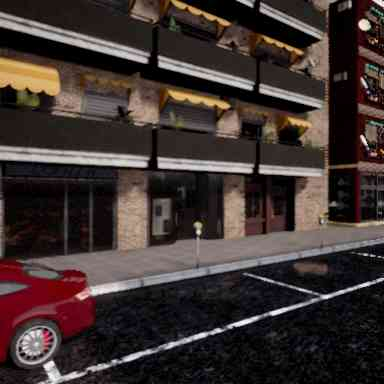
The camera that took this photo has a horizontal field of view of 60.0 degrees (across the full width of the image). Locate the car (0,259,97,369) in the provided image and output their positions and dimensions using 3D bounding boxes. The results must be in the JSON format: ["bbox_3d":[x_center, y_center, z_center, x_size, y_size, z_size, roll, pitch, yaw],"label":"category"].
[{"bbox_3d":[-3.358,1.575,4.173,4.206,1.307,1.802,0,0,-35],"label":"car"}]
